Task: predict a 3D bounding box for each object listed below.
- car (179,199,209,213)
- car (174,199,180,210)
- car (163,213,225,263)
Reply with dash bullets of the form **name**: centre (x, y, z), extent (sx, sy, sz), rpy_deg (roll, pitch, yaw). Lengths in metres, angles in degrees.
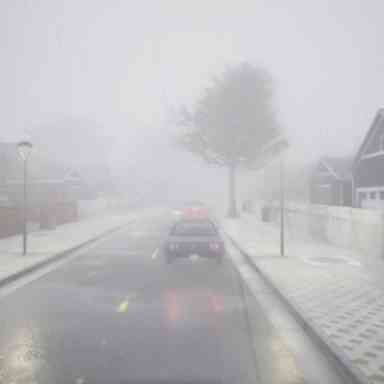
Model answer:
- **car**: centre (0.336, 1.504, 28.706), extent (2.097, 1.767, 4.553), rpy_deg (0, 0, 2)
- **car**: centre (-1.266, 1.748, 46.353), extent (2.128, 1.511, 4.902), rpy_deg (0, 0, 7)
- **car**: centre (0.083, 1.666, 12.163), extent (1.895, 1.301, 4.718), rpy_deg (0, 0, 0)
